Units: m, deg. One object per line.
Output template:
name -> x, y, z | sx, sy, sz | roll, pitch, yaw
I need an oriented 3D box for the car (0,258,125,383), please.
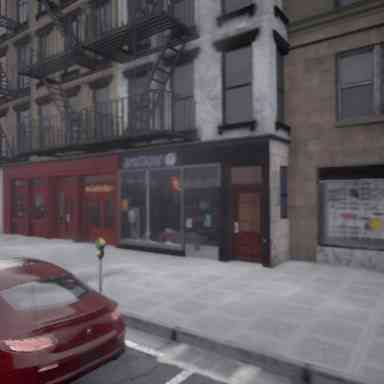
car -> -2.769, 1.632, 4.783 | 4.206, 1.307, 1.802 | -1, 0, 35
